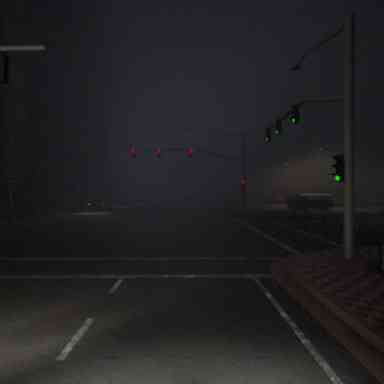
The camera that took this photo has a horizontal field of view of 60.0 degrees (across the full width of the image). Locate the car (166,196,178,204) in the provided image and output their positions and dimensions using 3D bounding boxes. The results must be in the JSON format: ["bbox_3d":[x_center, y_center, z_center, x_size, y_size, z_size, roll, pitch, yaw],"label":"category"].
[{"bbox_3d":[-4.193,1.512,68.834,2.097,1.767,4.553,0,0,0],"label":"car"}]

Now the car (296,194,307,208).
[{"bbox_3d":[21.149,1.333,57.608,4.605,1.855,1.932,0,0,0],"label":"car"}]

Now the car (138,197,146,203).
[{"bbox_3d":[-11.209,1.680,71.967,1.994,1.385,4.181,0,0,0],"label":"car"}]

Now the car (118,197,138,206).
[{"bbox_3d":[-11.177,1.680,56.901,2.033,1.411,5.357,0,0,0],"label":"car"}]

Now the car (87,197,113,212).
[{"bbox_3d":[-11.131,1.447,40.441,2.097,1.767,4.553,0,0,0],"label":"car"}]

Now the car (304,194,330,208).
[{"bbox_3d":[21.194,1.537,54.924,3.905,1.438,1.784,0,0,0],"label":"car"}]

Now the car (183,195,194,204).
[{"bbox_3d":[-0.693,1.511,68.852,2.097,1.767,4.553,0,0,0],"label":"car"}]

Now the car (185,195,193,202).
[{"bbox_3d":[-0.746,1.541,78.981,1.837,1.490,4.892,0,0,0],"label":"car"}]

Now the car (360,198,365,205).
[{"bbox_3d":[36.289,1.558,66.028,3.905,1.438,1.784,0,0,0],"label":"car"}]

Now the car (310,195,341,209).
[{"bbox_3d":[21.188,1.563,52.029,3.806,1.475,1.970,0,0,0],"label":"car"}]

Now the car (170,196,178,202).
[{"bbox_3d":[-4.246,1.637,78.992,1.895,1.301,4.718,0,0,0],"label":"car"}]

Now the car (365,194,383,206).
[{"bbox_3d":[36.220,1.341,63.132,4.605,1.855,1.932,0,0,0],"label":"car"}]
